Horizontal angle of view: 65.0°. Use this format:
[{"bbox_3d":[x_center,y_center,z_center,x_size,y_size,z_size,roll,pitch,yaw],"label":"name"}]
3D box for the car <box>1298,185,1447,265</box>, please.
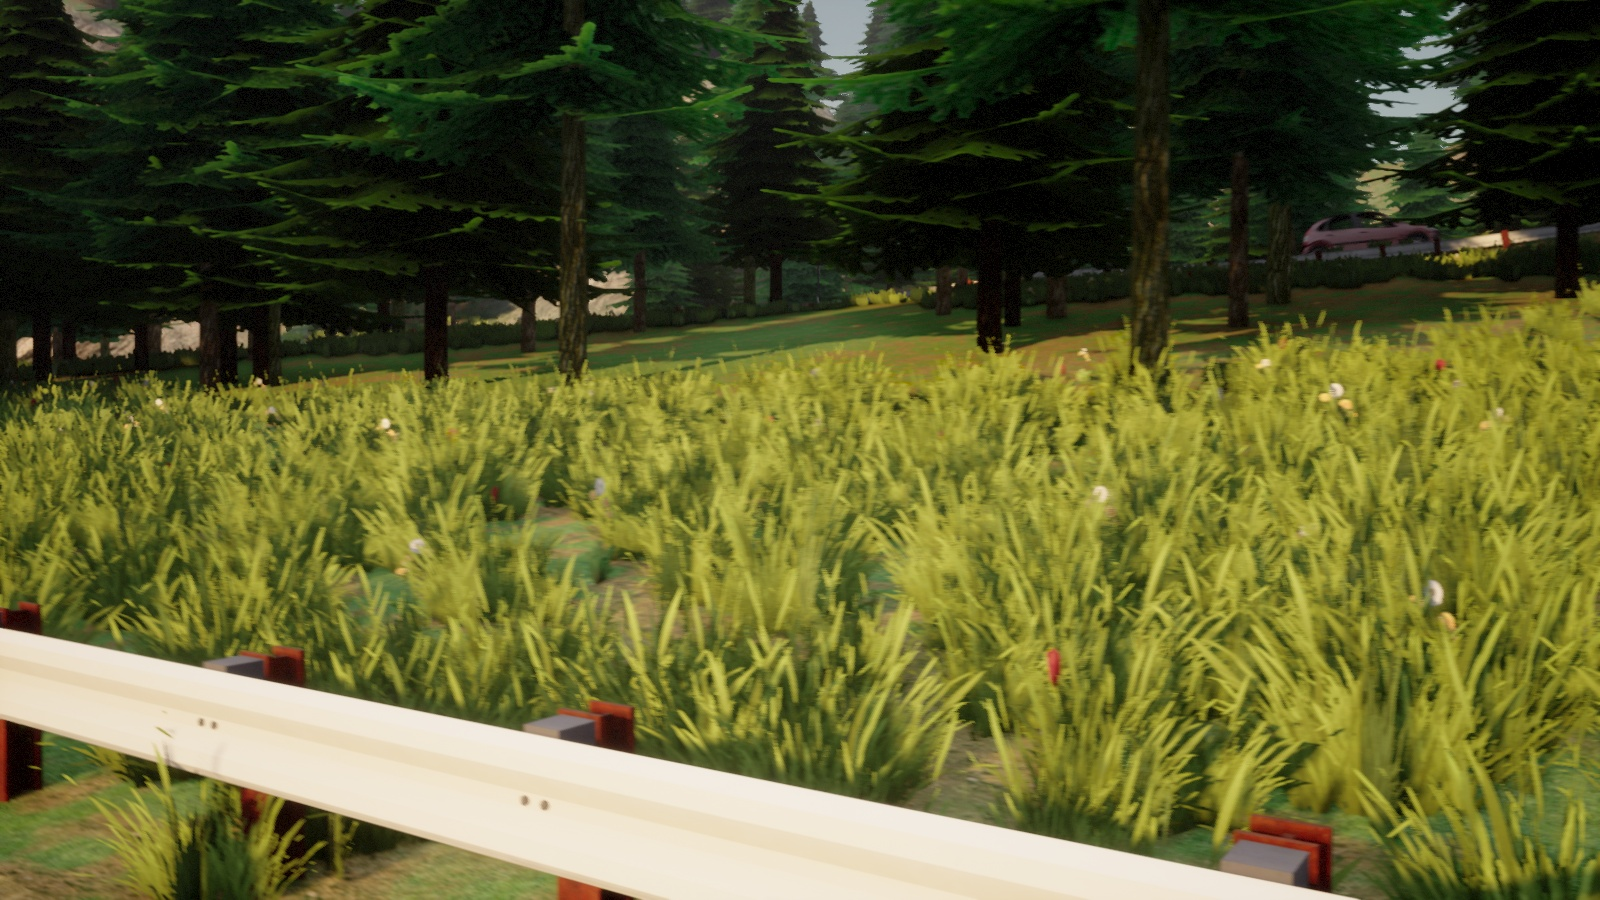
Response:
[{"bbox_3d":[17.640,-6.901,38.815,3.988,1.617,1.851,-5,-1,25],"label":"car"}]
